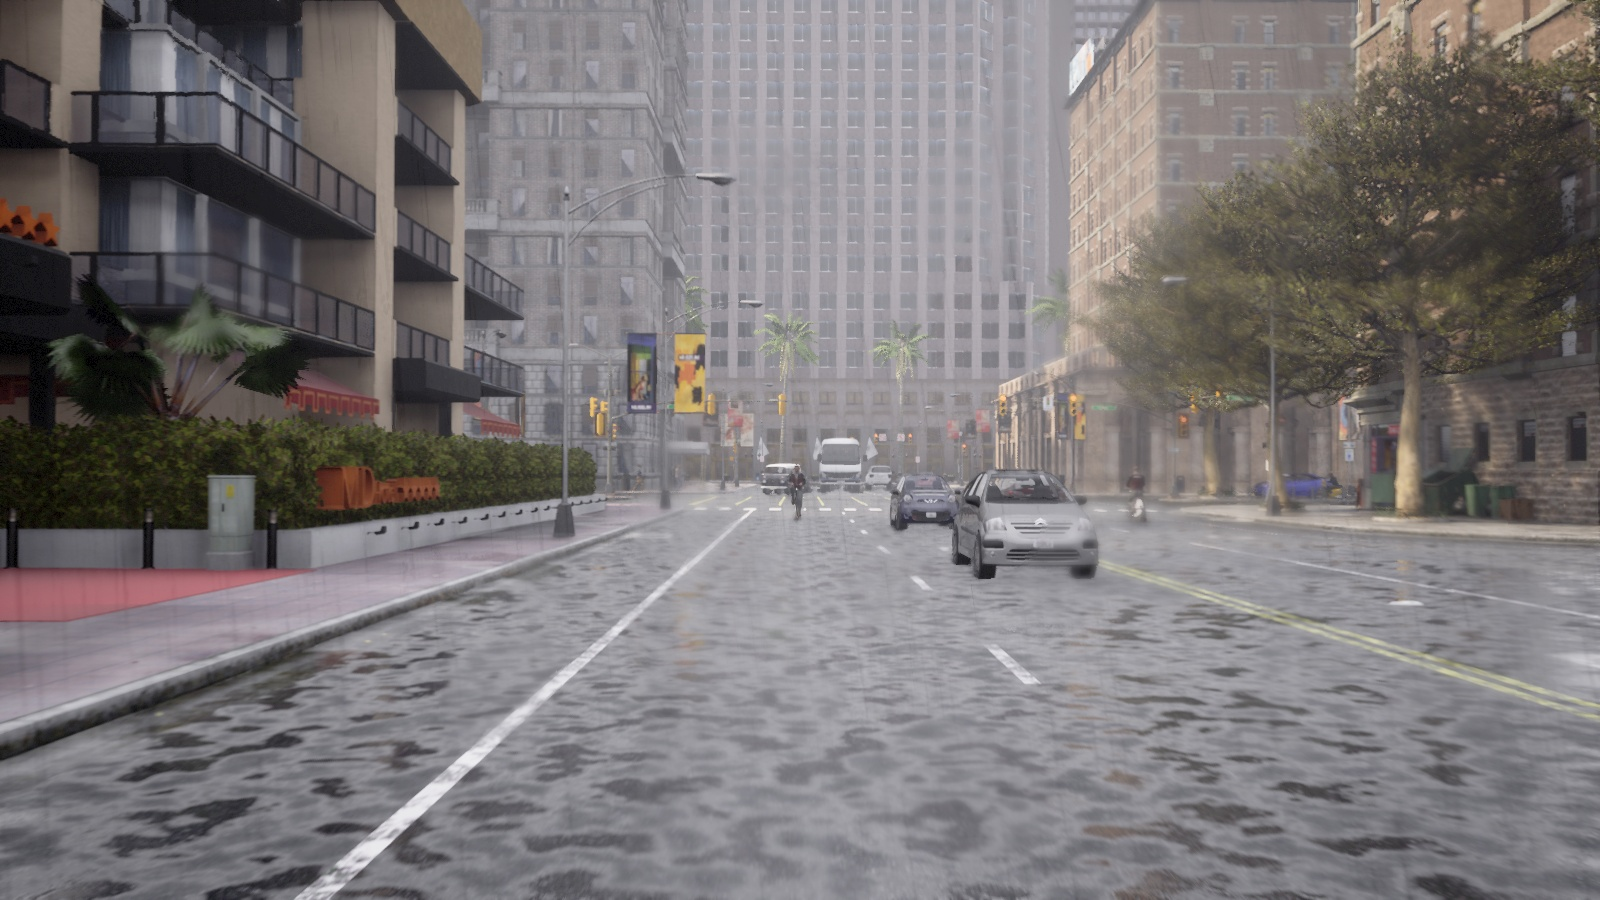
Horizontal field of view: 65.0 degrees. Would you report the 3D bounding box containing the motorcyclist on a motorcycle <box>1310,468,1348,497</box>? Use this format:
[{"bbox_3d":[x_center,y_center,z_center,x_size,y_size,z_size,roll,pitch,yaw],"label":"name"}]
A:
[{"bbox_3d":[30.056,1.837,71.353,1.817,1.590,0.866,0,-1,2],"label":"motorcyclist on a motorcycle"}]

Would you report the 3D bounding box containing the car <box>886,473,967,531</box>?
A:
[{"bbox_3d":[3.416,1.389,34.431,1.845,1.501,3.633,0,-1,0],"label":"car"}]

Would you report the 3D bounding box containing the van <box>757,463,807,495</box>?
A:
[{"bbox_3d":[-1.168,1.924,82.893,2.069,2.038,4.480,0,-1,16],"label":"van"}]

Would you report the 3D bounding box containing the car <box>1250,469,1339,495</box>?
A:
[{"bbox_3d":[29.455,1.892,74.895,4.514,1.525,2.007,0,-1,1],"label":"car"}]

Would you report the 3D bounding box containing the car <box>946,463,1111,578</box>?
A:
[{"bbox_3d":[3.455,1.027,19.699,1.851,1.617,3.988,0,-1,0],"label":"car"}]

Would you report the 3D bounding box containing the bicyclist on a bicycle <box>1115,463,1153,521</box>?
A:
[{"bbox_3d":[10.404,1.296,39.146,0.659,1.776,1.843,0,-1,0],"label":"bicyclist on a bicycle"}]
